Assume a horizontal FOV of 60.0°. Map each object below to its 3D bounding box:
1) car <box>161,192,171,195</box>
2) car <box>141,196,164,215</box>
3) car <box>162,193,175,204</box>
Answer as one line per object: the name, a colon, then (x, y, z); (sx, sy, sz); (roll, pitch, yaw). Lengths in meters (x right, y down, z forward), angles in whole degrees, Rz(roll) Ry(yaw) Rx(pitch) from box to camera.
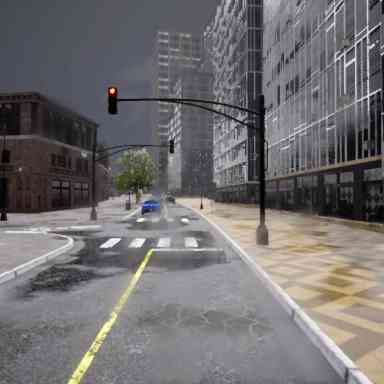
car: (-5.756, 1.045, 74.638); (2.150, 2.045, 5.566); (0, 0, -9)
car: (-4.174, 1.475, 34.658); (1.882, 1.535, 5.008); (0, 0, -4)
car: (-4.288, 1.498, 64.299); (1.837, 1.490, 4.892); (0, 0, -8)
